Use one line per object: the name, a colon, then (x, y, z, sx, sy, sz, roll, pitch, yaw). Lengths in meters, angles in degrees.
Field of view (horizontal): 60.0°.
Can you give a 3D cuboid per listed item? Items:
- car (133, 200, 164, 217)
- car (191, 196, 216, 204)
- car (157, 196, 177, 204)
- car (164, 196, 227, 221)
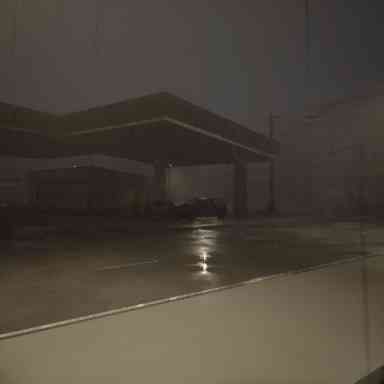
car: (-3.395, 1.451, 30.258, 3.806, 1.475, 1.970, 0, 0, -35)
car: (2.119, 1.492, 63.941, 2.128, 1.511, 4.902, 0, 0, -36)
car: (-5.145, 1.539, 67.881, 1.812, 1.442, 4.674, 0, 0, -36)
car: (0.562, 1.291, 26.023, 4.611, 1.667, 2.242, 0, 0, -35)
